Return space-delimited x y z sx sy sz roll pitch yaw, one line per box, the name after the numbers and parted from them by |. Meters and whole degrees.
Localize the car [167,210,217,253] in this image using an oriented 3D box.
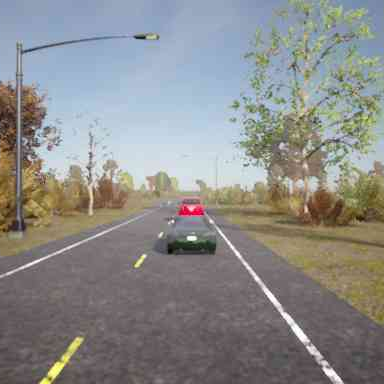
-0.006 1.696 14.282 1.994 1.385 4.181 0 0 0 | car

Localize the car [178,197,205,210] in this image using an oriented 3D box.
-0.065 1.483 29.005 2.150 2.045 5.566 0 0 0 | car

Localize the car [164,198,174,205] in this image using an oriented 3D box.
-5.076 2.148 72.312 2.128 1.511 4.902 0 0 -8 | car
